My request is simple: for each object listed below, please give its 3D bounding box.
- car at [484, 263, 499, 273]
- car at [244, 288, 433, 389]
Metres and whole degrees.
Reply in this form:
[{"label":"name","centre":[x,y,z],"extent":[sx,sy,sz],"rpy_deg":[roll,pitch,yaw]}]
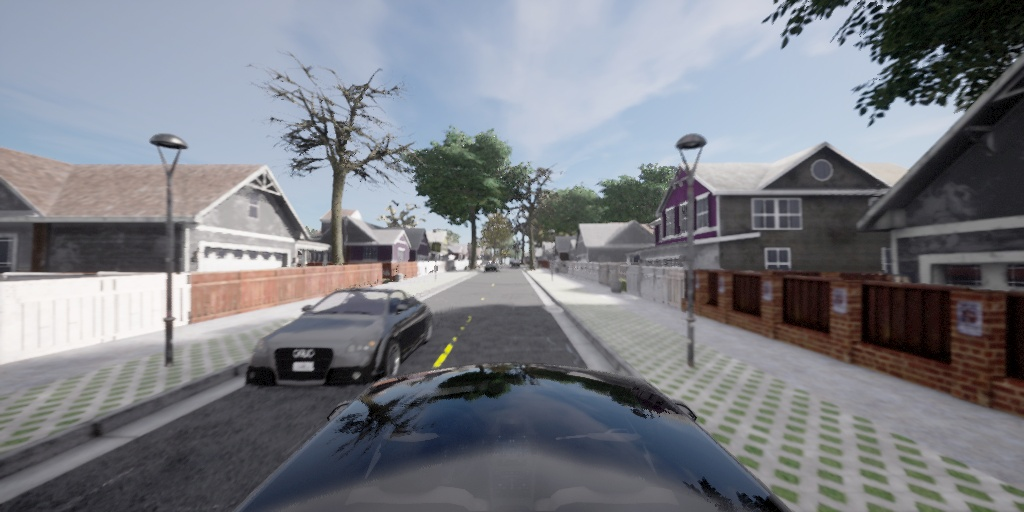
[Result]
[{"label":"car","centre":[-2.810,1.593,49.184],"extent":[1.895,1.301,4.718],"rpy_deg":[0,0,0]},{"label":"car","centre":[-2.848,1.324,6.884],"extent":[1.994,1.385,4.181],"rpy_deg":[0,0,0]}]
